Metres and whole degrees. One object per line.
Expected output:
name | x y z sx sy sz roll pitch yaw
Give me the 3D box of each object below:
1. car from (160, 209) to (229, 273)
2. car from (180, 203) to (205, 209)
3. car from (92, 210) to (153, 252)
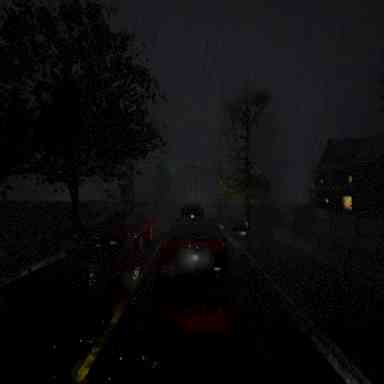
car | 0.069 1.557 10.976 1.882 1.535 5.008 0 0 0
car | 0.039 1.702 28.149 1.837 1.490 4.892 0 -1 0
car | -2.875 1.583 14.573 1.882 1.535 5.008 0 0 0
